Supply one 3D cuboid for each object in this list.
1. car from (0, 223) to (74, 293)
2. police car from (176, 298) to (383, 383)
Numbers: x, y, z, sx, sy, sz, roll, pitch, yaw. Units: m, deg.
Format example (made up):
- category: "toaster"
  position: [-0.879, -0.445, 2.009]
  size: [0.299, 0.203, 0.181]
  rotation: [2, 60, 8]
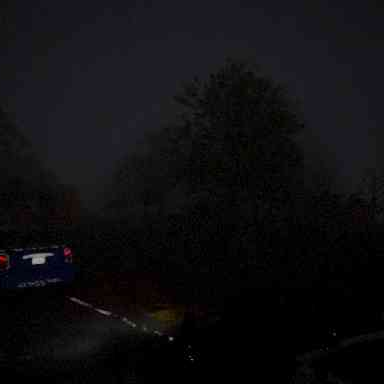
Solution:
- category: "car"
  position: [-5.266, 1.706, 9.454]
  size: [4.553, 1.767, 2.097]
  rotation: [-1, -4, 42]
- category: "police car"
  position: [1.998, 1.608, 2.714]
  size: [5.238, 1.638, 1.930]
  rotation: [-1, -4, 43]
